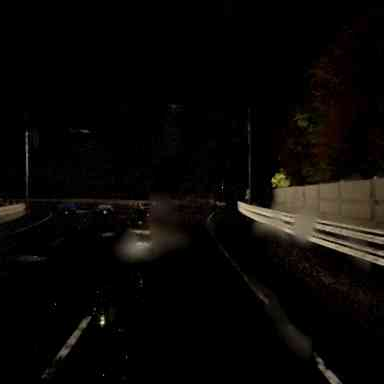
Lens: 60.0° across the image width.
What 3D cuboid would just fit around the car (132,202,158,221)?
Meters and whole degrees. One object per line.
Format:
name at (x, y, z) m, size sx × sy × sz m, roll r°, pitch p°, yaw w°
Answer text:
car at (-4.254, 1.721, 30.178) m, size 1.837 × 1.490 × 4.892 m, roll 0°, pitch 0°, yaw -15°

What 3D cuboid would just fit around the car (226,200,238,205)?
car at (9.589, 2.697, 83.076) m, size 1.994 × 1.385 × 4.181 m, roll 0°, pitch -4°, yaw 13°

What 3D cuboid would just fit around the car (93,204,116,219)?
car at (-8.544, 1.818, 32.305) m, size 1.994 × 1.385 × 4.181 m, roll -1°, pitch 0°, yaw -17°

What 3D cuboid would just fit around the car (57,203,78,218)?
car at (-12.816, 1.825, 34.243) m, size 1.812 × 1.442 × 4.674 m, roll 0°, pitch 0°, yaw -18°

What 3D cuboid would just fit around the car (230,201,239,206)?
car at (11.942, 3.309, 92.821) m, size 1.895 × 1.301 × 4.718 m, roll 0°, pitch -4°, yaw 14°
